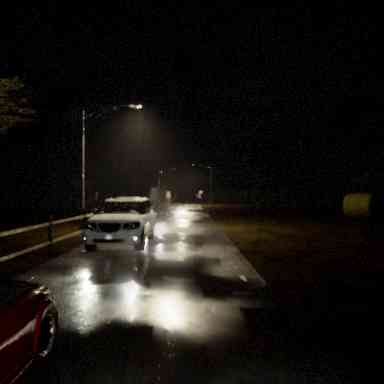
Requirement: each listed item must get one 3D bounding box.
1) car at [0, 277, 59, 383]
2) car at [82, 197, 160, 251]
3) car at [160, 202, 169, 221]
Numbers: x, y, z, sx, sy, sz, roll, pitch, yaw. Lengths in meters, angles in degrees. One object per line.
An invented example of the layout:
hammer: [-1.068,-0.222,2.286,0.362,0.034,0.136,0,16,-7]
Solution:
car: [-2.865,1.568,3.055,1.994,1.385,4.181,0,0,-1]
car: [-2.906,1.246,14.470,2.150,2.045,5.566,0,0,1]
car: [-2.911,1.564,27.393,2.128,1.511,4.902,0,0,0]
